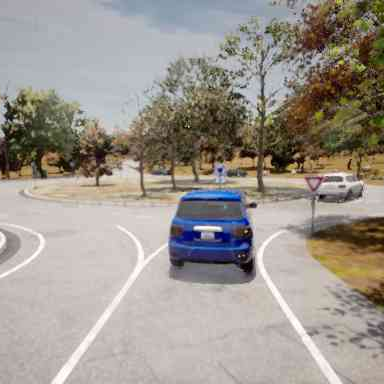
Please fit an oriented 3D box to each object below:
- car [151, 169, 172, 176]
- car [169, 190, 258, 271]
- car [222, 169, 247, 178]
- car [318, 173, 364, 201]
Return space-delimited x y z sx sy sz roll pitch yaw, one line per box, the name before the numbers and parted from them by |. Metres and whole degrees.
car | -5.784 -3.772 63.140 4.181 1.385 1.994 4 7 37
car | 0.815 0.928 10.332 2.150 2.045 5.566 1 4 10
car | 7.017 -3.282 57.532 4.892 1.490 1.837 2 5 27
car | 11.999 -0.512 26.625 2.150 2.045 5.566 6 9 41
